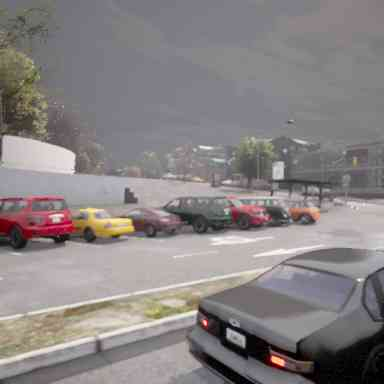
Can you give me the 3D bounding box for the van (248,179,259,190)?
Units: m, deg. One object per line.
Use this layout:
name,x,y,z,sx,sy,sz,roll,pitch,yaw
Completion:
van,13.452,-1.375,65.852,1.878,1.987,4.442,7,3,35

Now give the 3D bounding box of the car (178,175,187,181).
car,-0.371,-3.582,85.614,2.435,2.045,5.566,7,3,34

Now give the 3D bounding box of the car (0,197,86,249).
car,-7.613,1.250,14.804,5.566,2.045,2.435,-1,-1,35

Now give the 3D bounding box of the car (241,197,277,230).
car,2.256,1.298,21.718,5.566,2.045,2.435,-1,-1,35

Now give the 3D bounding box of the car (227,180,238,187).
car,10.151,-1.695,71.056,1.946,1.575,5.366,7,3,35

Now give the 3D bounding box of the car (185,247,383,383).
car,2.504,1.566,4.907,5.357,1.411,2.033,0,0,-35

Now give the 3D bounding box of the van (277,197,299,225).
van,4.795,1.335,23.387,4.442,1.987,1.878,-1,-1,35

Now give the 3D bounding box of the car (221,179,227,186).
car,8.320,-1.927,73.377,2.002,1.452,4.674,7,3,35

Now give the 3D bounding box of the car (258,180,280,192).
car,15.210,-0.877,63.489,2.231,1.521,4.892,7,3,35

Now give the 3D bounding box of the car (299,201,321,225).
car,7.205,1.449,25.137,4.553,1.767,2.185,-1,-1,35

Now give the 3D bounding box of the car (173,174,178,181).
car,-2.165,-3.733,88.081,2.185,1.767,4.553,6,3,34

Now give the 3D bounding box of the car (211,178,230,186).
car,6.579,-2.201,75.840,2.002,1.452,4.674,7,3,35

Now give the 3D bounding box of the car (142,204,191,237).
car,-2.686,1.565,18.257,4.674,1.452,2.002,-1,-1,35

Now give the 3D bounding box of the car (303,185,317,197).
car,20.417,-0.311,56.101,2.435,2.045,5.566,7,3,35

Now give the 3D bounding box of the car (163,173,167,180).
car,-5.664,-4.245,92.900,2.435,2.045,5.566,1,-1,34

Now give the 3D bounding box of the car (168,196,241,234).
car,-0.258,1.286,20.014,5.566,2.045,2.435,-1,-1,35

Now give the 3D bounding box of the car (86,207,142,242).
car,-5.293,1.512,16.630,5.366,1.575,1.946,-1,-1,35

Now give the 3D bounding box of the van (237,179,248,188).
van,11.724,-1.648,68.324,1.878,1.987,4.442,7,3,35

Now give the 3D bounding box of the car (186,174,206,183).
car,1.478,-3.059,83.353,1.946,1.575,5.366,7,3,34

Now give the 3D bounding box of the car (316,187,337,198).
car,22.106,0.251,53.627,2.002,1.452,4.674,7,3,35

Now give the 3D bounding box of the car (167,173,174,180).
car,-3.893,-3.968,90.552,2.185,1.767,4.553,4,1,33
